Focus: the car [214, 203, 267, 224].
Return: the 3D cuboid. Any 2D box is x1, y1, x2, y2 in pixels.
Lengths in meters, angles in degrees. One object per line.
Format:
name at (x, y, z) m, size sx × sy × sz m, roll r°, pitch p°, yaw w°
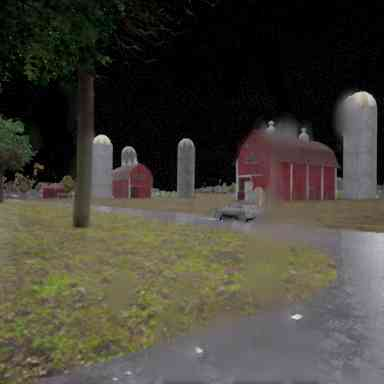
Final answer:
car at (3.444, 1.472, 24.314) m, size 1.994 × 1.385 × 4.181 m, roll 1°, pitch 0°, yaw -35°
